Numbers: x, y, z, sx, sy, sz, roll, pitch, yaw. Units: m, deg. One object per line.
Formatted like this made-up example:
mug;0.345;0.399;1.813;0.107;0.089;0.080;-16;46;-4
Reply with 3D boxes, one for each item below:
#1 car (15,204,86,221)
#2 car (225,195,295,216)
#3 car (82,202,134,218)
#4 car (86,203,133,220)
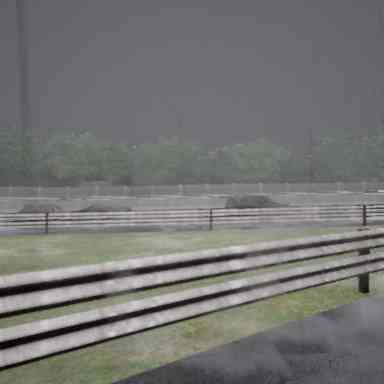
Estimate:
car;-11.023;1.690;25.737;4.553;1.767;2.097;-1;1;-4
car;5.394;1.256;26.905;5.566;2.045;2.150;-1;1;-4
car;-8.204;1.775;32.960;4.718;1.301;1.895;-1;1;-4
car;-7.954;1.833;29.469;4.718;1.301;1.895;-1;1;-4
